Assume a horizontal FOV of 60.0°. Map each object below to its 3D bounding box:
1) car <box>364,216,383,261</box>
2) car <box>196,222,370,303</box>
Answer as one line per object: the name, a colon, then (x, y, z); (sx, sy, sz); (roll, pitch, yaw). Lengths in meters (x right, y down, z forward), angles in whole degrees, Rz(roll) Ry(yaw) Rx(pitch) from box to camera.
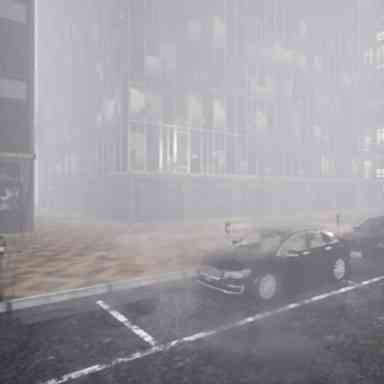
car: (6.764, 1.518, 11.373); (4.313, 1.339, 1.947); (0, 0, -35)
car: (2.128, 1.526, 8.069); (4.403, 1.369, 2.008); (0, 0, -35)
